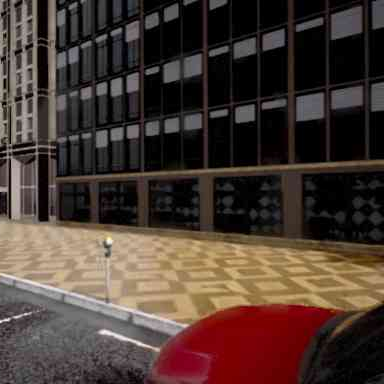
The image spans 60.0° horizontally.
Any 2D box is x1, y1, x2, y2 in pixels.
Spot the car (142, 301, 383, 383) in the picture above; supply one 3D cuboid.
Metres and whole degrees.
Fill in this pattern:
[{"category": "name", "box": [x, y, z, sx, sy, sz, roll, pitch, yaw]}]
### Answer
[{"category": "car", "box": [1.917, 1.309, 1.508, 5.009, 1.841, 2.192, -1, 0, 35]}]
